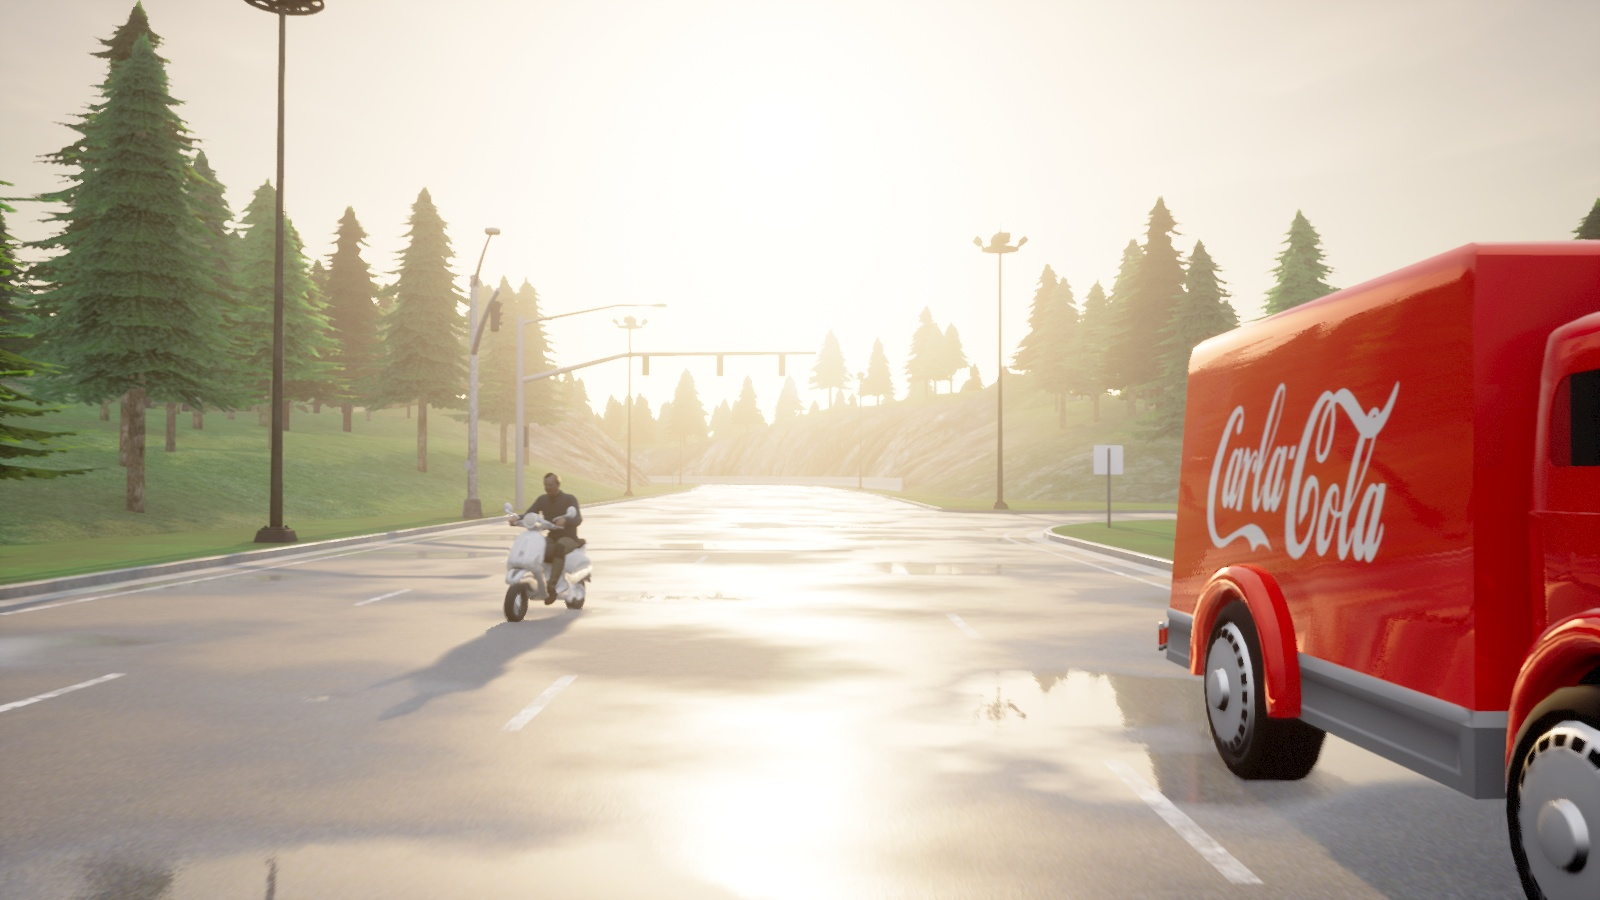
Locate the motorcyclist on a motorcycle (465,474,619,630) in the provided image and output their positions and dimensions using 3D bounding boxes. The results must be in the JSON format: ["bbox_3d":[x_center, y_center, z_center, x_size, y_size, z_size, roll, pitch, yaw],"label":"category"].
[{"bbox_3d":[-2.807,1.067,13.893,0.866,1.590,1.817,1,-1,18],"label":"motorcyclist on a motorcycle"}]

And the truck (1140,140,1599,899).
[{"bbox_3d":[3.485,0.428,5.347,2.627,2.467,5.204,0,-1,0],"label":"truck"}]
